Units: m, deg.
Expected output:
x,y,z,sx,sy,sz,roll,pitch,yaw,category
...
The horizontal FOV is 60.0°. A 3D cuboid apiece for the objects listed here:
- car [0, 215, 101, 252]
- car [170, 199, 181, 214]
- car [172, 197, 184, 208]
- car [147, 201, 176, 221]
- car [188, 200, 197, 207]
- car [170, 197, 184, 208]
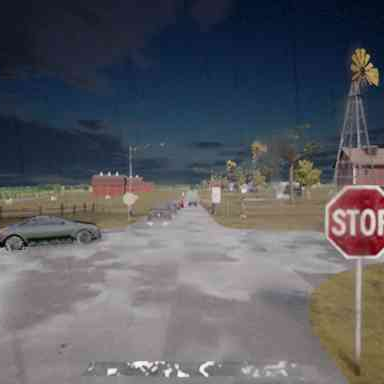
x,y,z,sx,sy,sz,roll,pitch,yaw,category
-6.290,1.720,14.933,4.181,1.385,1.994,-2,0,-22,car
-2.751,1.894,39.644,1.994,1.385,4.181,0,-1,1,car
-2.723,1.960,49.828,2.128,1.511,4.902,0,-1,0,car
-2.785,1.784,29.739,1.994,1.385,4.181,0,-1,0,car
0.152,2.354,70.510,1.812,1.442,4.674,0,-1,0,car
-2.633,1.858,60.144,2.150,2.045,5.566,0,-1,0,car
